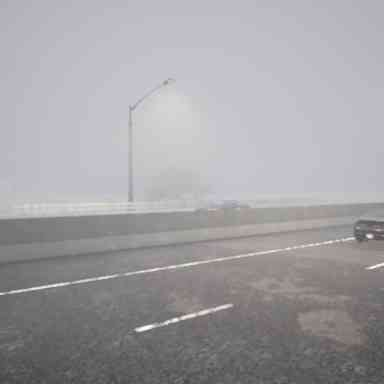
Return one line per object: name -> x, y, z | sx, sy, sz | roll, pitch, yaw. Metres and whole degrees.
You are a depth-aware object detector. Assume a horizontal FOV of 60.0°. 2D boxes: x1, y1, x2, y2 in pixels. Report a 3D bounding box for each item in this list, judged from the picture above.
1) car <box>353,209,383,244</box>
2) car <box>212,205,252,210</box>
car -> 8.905, 1.464, 14.390 | 4.892, 1.490, 1.837 | 0, 0, -35
car -> 2.197, 1.168, 22.626 | 4.181, 1.385, 1.994 | 0, 0, -35
